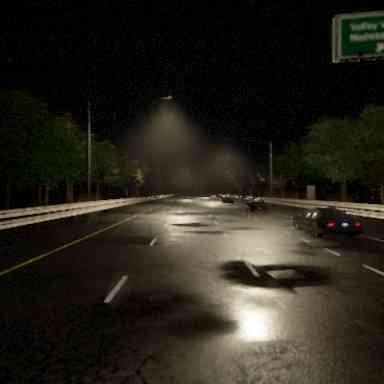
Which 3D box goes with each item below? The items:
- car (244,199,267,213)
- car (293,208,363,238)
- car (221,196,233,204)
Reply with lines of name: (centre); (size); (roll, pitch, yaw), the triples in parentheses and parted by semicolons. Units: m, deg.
car: (7.007, 1.494, 36.750); (2.128, 1.511, 4.902); (0, 0, 0)
car: (7.003, 1.548, 17.725); (2.033, 1.411, 5.357); (0, 0, 0)
car: (7.013, 1.575, 66.232); (1.994, 1.385, 4.181); (0, 0, 0)
